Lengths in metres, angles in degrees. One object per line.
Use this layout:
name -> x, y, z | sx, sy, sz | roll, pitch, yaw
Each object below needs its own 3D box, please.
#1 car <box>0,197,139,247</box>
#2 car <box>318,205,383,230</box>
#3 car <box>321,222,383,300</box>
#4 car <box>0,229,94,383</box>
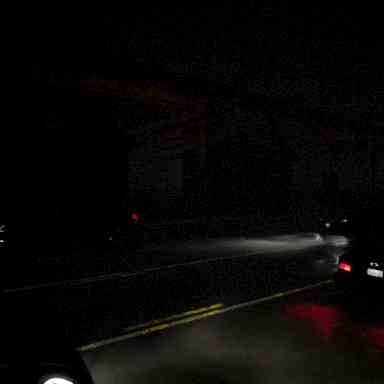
car -> -4.875, 1.222, 13.412 | 5.566, 2.045, 2.150 | 0, 0, -35
car -> 9.204, 1.493, 19.061 | 4.902, 1.511, 2.128 | 0, 0, -35
car -> 5.434, 1.547, 7.636 | 5.357, 1.411, 2.033 | 0, 0, -36
car -> -2.801, 1.352, 1.730 | 4.553, 1.767, 2.097 | 0, 0, -36
